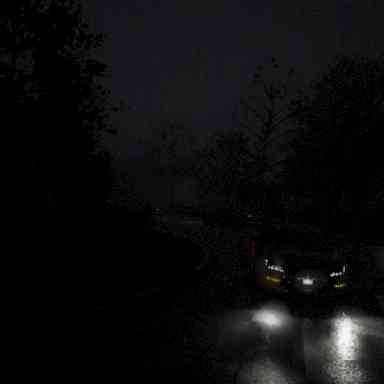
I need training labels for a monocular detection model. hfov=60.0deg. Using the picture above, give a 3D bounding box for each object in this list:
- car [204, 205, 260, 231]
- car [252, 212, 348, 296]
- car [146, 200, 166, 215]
[{"bbox_3d":[2.680,1.619,21.577,2.128,1.511,4.902,1,0,-33],"label":"car"},{"bbox_3d":[2.675,1.530,8.910,1.837,1.490,4.892,3,0,9],"label":"car"},{"bbox_3d":[-3.884,1.632,35.537,1.882,1.535,5.008,1,0,-11],"label":"car"}]
